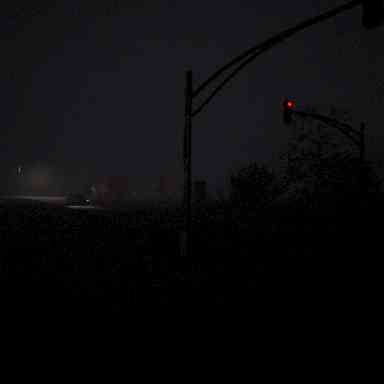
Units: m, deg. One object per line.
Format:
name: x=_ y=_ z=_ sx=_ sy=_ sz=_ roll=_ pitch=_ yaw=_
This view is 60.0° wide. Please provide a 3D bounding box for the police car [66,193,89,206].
police car: x=-14.373 y=0.950 z=41.829 sx=2.038 sy=1.542 sz=4.974 roll=1 pitch=0 yaw=-32
